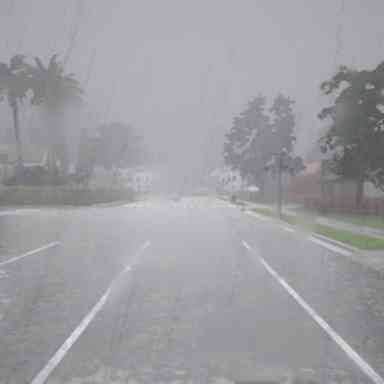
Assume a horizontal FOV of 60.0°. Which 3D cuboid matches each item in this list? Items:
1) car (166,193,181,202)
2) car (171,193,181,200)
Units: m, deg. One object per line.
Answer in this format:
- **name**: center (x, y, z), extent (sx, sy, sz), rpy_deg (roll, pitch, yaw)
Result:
- **car**: center (-3.537, 1.097, 59.621), extent (1.812, 1.442, 4.674), rpy_deg (0, 0, 1)
- **car**: center (-3.505, 0.992, 74.240), extent (2.128, 1.511, 4.902), rpy_deg (0, 0, 0)
